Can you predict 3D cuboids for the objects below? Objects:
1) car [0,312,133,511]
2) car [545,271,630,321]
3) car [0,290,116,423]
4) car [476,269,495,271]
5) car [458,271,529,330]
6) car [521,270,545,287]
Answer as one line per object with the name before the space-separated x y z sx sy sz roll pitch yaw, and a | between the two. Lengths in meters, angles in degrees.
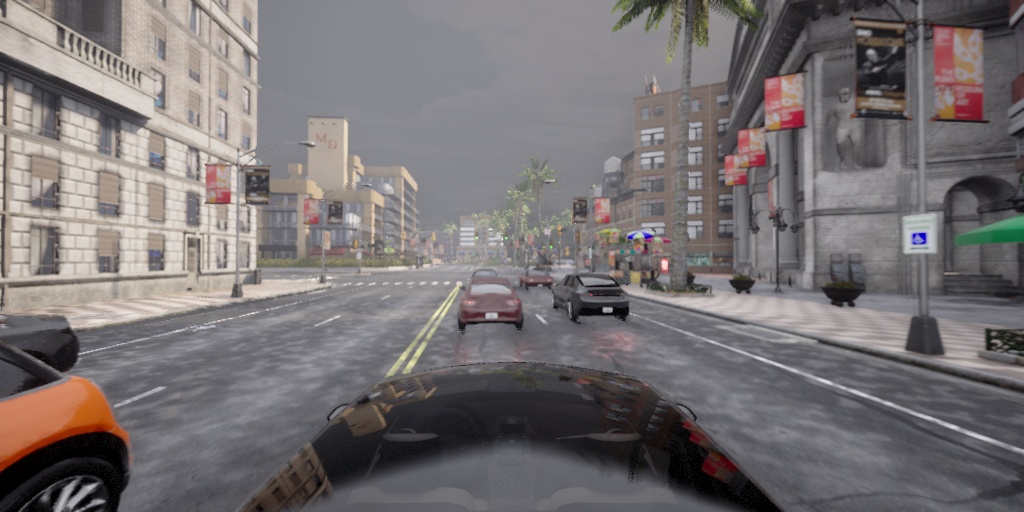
car | -3.765 1.094 0.557 2.097 1.767 4.553 0 -1 0
car | 2.663 1.380 13.125 1.837 1.490 4.892 0 0 -5
car | -7.251 1.267 3.197 2.128 1.511 4.902 0 -1 -3
car | -1.708 1.537 22.818 2.033 1.411 5.357 0 -1 -5
car | -0.704 1.386 11.479 1.812 1.442 4.674 0 0 -5
car | 1.589 1.611 25.064 1.895 1.301 4.718 0 -1 -5
